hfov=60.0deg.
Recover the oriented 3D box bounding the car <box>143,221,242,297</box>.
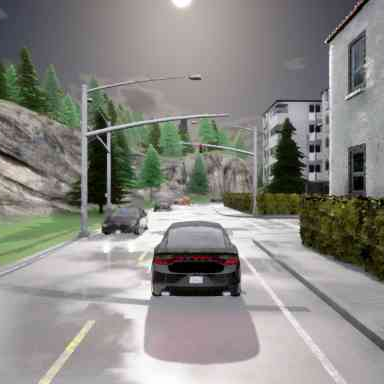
[{"bbox_3d":[0.097,1.478,8.646,1.882,1.535,5.008,0,0,0],"label":"car"}]

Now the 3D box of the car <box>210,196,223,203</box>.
[{"bbox_3d":[5.528,1.560,68.729,1.994,1.385,4.181,0,0,43],"label":"car"}]

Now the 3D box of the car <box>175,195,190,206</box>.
[{"bbox_3d":[-1.952,1.351,54.755,2.097,1.767,4.553,0,0,17],"label":"car"}]

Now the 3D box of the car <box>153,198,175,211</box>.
[{"bbox_3d":[-3.413,1.503,39.844,1.837,1.490,4.892,0,1,2],"label":"car"}]

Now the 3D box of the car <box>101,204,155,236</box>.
[{"bbox_3d":[-3.560,1.547,18.701,2.033,1.411,5.357,0,0,0],"label":"car"}]
